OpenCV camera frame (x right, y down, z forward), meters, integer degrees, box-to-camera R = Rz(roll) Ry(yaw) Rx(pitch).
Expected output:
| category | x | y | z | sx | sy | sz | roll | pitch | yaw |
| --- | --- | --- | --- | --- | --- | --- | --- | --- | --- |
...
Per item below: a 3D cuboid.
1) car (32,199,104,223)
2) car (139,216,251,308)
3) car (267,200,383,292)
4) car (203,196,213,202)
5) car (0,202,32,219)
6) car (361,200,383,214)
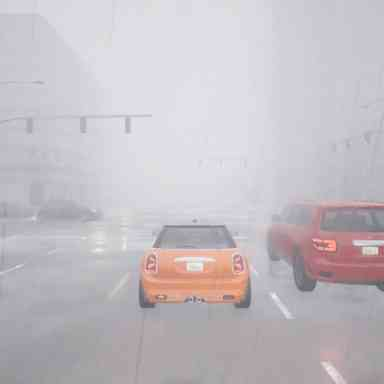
| category | x | y | z | sx | sy | sz | roll | pitch | yaw |
| --- | --- | --- | --- | --- | --- | --- | --- | --- | --- |
| car | -8.989 | 1.351 | 24.875 | 4.553 | 1.767 | 2.097 | 0 | 0 | 1 |
| car | 0.070 | 1.352 | 8.060 | 2.097 | 1.767 | 4.553 | 0 | 0 | 1 |
| car | 3.548 | 1.221 | 9.082 | 2.150 | 2.045 | 5.566 | 0 | 0 | 2 |
| car | 3.617 | 1.522 | 74.412 | 1.812 | 1.442 | 4.674 | 0 | 0 | 0 |
| car | -15.837 | 1.564 | 28.456 | 4.181 | 1.385 | 1.994 | 0 | 0 | 1 |
| car | 20.510 | 1.563 | 35.231 | 4.181 | 1.385 | 1.994 | 0 | 0 | 1 |
